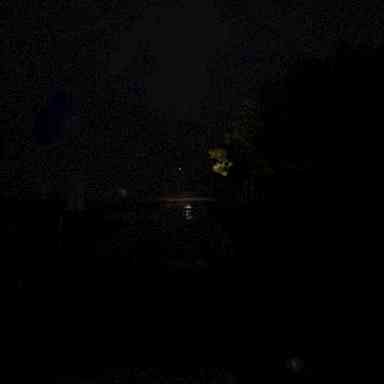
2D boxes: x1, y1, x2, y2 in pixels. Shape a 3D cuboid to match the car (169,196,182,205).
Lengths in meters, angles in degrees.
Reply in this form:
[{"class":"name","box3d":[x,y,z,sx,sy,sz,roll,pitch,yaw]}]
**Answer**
[{"class":"car","box3d":[-2.710,1.329,54.462,1.882,1.535,5.008,0,2,0]}]
